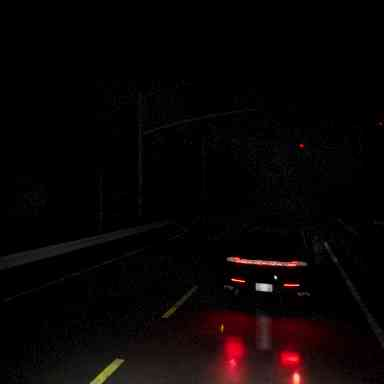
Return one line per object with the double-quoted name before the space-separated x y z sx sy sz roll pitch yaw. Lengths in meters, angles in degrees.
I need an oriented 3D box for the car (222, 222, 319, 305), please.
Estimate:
"car" 2.050 1.491 8.245 2.128 1.511 4.902 0 0 18
